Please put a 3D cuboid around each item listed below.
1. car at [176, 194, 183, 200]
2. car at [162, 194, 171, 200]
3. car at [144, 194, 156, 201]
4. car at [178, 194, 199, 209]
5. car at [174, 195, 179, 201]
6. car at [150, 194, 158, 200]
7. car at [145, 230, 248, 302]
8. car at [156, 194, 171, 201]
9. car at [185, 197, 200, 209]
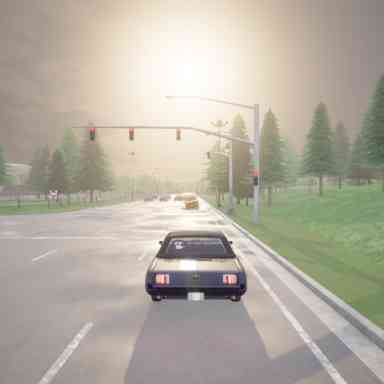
[{"bbox_3d":[-3.335,1.354,90.948,1.812,1.442,4.674,0,0,0],"label":"car"},{"bbox_3d":[-6.835,1.369,90.954,2.033,1.411,5.357,0,0,0],"label":"car"},{"bbox_3d":[-10.354,1.529,80.541,2.033,1.411,5.357,0,0,0],"label":"car"},{"bbox_3d":[-0.273,1.059,46.507,1.882,1.535,5.008,-11,16,-5],"label":"car"},{"bbox_3d":[-3.353,1.542,80.945,1.994,1.385,4.181,0,0,0],"label":"car"},{"bbox_3d":[-10.335,1.329,90.961,1.837,1.490,4.892,0,0,0],"label":"car"},{"bbox_3d":[0.094,1.601,8.234,1.895,1.301,4.718,0,0,0],"label":"car"},{"bbox_3d":[-6.854,1.529,80.534,2.033,1.411,5.357,0,0,0],"label":"car"},{"bbox_3d":[0.084,1.589,49.899,2.033,1.411,5.357,0,2,0],"label":"car"}]
